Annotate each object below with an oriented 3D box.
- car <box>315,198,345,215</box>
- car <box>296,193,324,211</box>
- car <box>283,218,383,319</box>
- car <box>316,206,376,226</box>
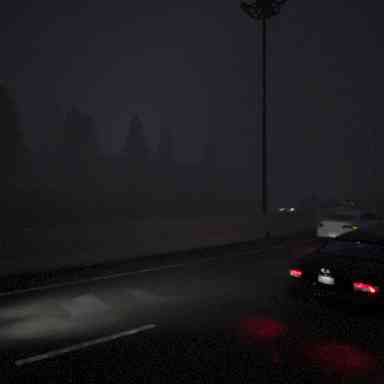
[{"bbox_3d":[14.266,1.465,34.250,1.882,1.535,5.008,0,0,34],"label":"car"},{"bbox_3d":[14.818,1.208,41.517,2.150,2.045,5.566,0,0,31],"label":"car"},{"bbox_3d":[4.196,1.543,7.289,5.357,1.411,2.033,0,0,-40],"label":"car"},{"bbox_3d":[7.230,1.519,14.851,4.674,1.442,1.812,0,0,-44],"label":"car"}]
